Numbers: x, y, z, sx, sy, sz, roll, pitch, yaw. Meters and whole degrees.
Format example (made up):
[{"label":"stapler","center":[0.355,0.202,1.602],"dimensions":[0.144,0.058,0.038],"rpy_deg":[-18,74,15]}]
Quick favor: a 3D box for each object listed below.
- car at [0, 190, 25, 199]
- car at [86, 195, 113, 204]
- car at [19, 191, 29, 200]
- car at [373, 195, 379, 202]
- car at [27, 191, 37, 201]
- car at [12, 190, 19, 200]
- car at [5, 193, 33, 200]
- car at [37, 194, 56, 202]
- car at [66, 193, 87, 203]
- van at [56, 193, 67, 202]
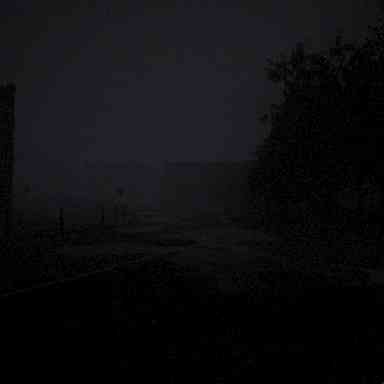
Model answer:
[{"label":"car","center":[-41.704,0.653,76.348],"dimensions":[2.435,2.045,5.566],"rpy_deg":[2,0,28]},{"label":"car","center":[-17.136,1.555,63.365],"dimensions":[2.163,1.488,4.792],"rpy_deg":[1,-1,28]},{"label":"car","center":[-34.215,1.109,72.426],"dimensions":[2.231,1.521,4.892],"rpy_deg":[2,0,28]},{"label":"car","center":[43.249,1.556,76.801],"dimensions":[1.946,1.575,5.366],"rpy_deg":[1,3,39]},{"label":"car","center":[-31.873,1.171,71.176],"dimensions":[2.097,1.535,5.008],"rpy_deg":[2,0,28]},{"label":"car","center":[-36.652,0.790,73.745],"dimensions":[2.435,2.045,5.566],"rpy_deg":[2,0,28]},{"label":"car","center":[-39.044,0.974,75.180],"dimensions":[1.946,1.575,5.366],"rpy_deg":[2,0,28]},{"label":"car","center":[-29.286,1.116,69.853],"dimensions":[2.185,1.767,4.553],"rpy_deg":[2,0,28]},{"label":"car","center":[-21.909,1.301,65.958],"dimensions":[2.185,1.767,4.553],"rpy_deg":[1,0,28]},{"label":"van","center":[-24.546,1.139,67.185],"dimensions":[1.878,1.987,4.442],"rpy_deg":[1,0,28]}]
